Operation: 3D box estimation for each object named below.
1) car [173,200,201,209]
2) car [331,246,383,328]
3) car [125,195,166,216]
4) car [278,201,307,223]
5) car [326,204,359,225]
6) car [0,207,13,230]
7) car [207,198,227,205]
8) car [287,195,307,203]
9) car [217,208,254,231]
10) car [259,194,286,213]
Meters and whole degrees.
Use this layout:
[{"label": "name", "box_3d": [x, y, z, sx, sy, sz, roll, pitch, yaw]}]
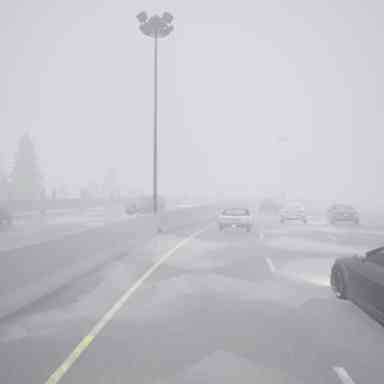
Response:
[{"label": "car", "box_3d": [-0.395, 1.599, 34.331, 1.812, 1.442, 4.674, 0, 0, 21]}, {"label": "car", "box_3d": [3.982, 1.582, 5.739, 1.994, 1.385, 4.181, 0, 0, 4]}, {"label": "car", "box_3d": [-4.549, 1.281, 33.299, 2.150, 2.045, 5.566, 0, 0, 20]}, {"label": "car", "box_3d": [7.997, 1.588, 26.130, 1.812, 1.442, 4.674, 0, 0, 18]}, {"label": "car", "box_3d": [11.237, 1.613, 24.956, 2.033, 1.411, 5.357, 0, 0, 18]}, {"label": "car", "box_3d": [-12.129, 1.491, 18.373, 1.837, 1.490, 4.892, 0, 0, 11]}, {"label": "car", "box_3d": [4.480, 1.739, 58.637, 1.812, 1.442, 4.674, 0, 0, 34]}, {"label": "car", "box_3d": [21.683, 1.458, 68.676, 2.128, 1.511, 4.902, 0, -1, 43]}, {"label": "car", "box_3d": [2.877, 1.638, 20.989, 1.895, 1.301, 4.718, 0, 0, 14]}, {"label": "car", "box_3d": [9.296, 1.463, 38.655, 2.097, 1.767, 4.553, 0, 0, 25]}]
